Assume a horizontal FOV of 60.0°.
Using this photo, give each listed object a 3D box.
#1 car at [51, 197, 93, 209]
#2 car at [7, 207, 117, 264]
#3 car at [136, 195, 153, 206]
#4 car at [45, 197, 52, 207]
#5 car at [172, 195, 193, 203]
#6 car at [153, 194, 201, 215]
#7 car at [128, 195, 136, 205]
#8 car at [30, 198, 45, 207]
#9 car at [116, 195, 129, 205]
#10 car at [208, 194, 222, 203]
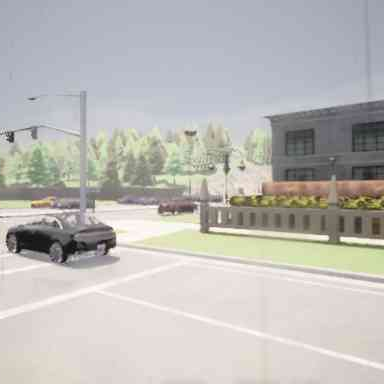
[{"bbox_3d":[-14.401,1.483,41.501,2.128,1.511,4.902,0,0,36],"label":"car"},{"bbox_3d":[-4.758,1.490,11.822,4.902,1.511,2.128,0,0,37],"label":"car"},{"bbox_3d":[-5.900,1.540,53.154,2.033,1.411,5.357,0,0,36],"label":"car"},{"bbox_3d":[-16.515,1.483,44.533,2.128,1.511,4.902,0,0,36],"label":"car"},{"bbox_3d":[-1.932,1.460,70.328,1.882,1.535,5.008,0,0,36],"label":"car"},{"bbox_3d":[-1.382,1.347,33.610,2.097,1.767,4.553,0,0,36],"label":"car"},{"bbox_3d":[-7.740,1.539,56.533,2.033,1.411,5.357,0,0,37],"label":"car"},{"bbox_3d":[-19.729,1.468,46.062,1.882,1.535,5.008,0,0,36],"label":"car"},{"bbox_3d":[-11.043,1.342,57.938,2.097,1.767,4.553,0,0,37],"label":"car"},{"bbox_3d":[4.083,1.364,66.709,2.097,1.767,4.553,0,0,36],"label":"car"}]
